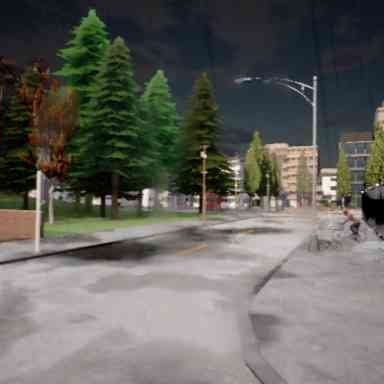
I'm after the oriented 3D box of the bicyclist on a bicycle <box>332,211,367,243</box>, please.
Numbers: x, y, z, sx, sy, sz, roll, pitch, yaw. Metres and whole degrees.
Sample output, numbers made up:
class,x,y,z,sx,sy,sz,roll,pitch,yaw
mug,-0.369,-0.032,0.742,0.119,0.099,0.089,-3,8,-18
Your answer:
class,x,y,z,sx,sy,sz,roll,pitch,yaw
bicyclist on a bicycle,8.205,1.815,17.370,1.656,1.620,0.582,0,-1,25
